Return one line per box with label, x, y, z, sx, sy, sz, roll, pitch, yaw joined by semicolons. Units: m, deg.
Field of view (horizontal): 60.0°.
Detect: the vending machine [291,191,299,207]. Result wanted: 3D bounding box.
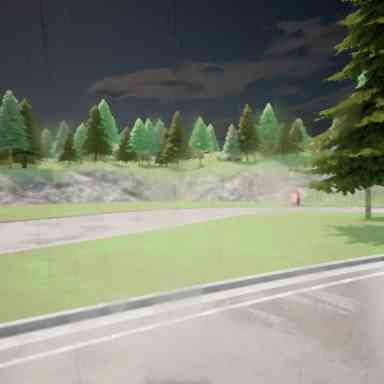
vending machine;13.983;0.894;45.136;0.880;2.100;1.100;0;0;5
